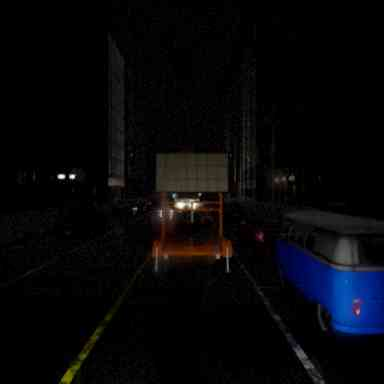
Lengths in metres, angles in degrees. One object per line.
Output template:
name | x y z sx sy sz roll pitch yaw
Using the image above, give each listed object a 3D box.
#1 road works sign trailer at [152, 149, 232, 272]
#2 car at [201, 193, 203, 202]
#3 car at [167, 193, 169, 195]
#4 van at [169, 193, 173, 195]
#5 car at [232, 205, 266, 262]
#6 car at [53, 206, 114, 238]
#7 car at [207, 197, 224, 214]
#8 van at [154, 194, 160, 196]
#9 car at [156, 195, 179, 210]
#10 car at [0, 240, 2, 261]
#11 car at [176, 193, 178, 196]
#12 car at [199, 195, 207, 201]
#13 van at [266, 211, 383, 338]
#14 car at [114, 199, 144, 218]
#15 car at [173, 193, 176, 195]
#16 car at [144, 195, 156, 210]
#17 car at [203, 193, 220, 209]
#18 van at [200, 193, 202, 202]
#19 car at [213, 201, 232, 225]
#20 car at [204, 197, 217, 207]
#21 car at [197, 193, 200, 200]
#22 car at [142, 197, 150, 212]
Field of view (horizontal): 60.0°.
road works sign trailer | 0.007 0.444 10.693 2.380 3.560 2.880 0 0 0
car | 2.790 1.243 45.623 2.192 1.841 5.009 0 0 0
car | -5.729 1.230 56.835 2.192 1.841 5.009 0 0 0
van | -5.720 1.237 73.663 1.690 1.788 3.998 0 0 0
car | 2.771 1.417 11.969 1.967 1.590 4.097 0 0 0
car | -5.751 1.533 17.569 1.947 1.339 4.313 0 0 0
car | 2.783 1.524 34.405 1.802 1.307 4.206 0 0 0
van | -5.735 1.269 45.616 1.690 1.788 3.998 0 0 0
car | -3.076 1.481 40.976 2.033 1.411 5.357 0 0 0
car | -5.757 1.303 6.350 2.192 1.841 5.009 0 0 0
car | -5.710 1.430 90.492 2.008 1.369 4.403 0 0 0
car | 2.812 1.429 84.887 1.887 1.381 4.507 0 0 0
van | 2.768 1.328 6.360 1.690 1.788 3.998 0 0 0
car | -5.745 1.501 28.788 2.008 1.369 4.403 0 0 0
car | -5.716 1.205 79.273 2.192 1.841 5.009 0 0 0
car | -5.739 1.461 39.837 1.752 1.417 4.829 0 0 0
car | 2.787 1.250 40.014 2.192 1.841 5.009 0 0 0
van | 2.799 1.249 62.451 1.690 1.788 3.998 0 0 0
car | 2.777 1.524 23.187 1.947 1.339 4.313 0 0 0
car | 2.793 1.446 51.403 1.752 1.417 4.829 0 0 0
car | 2.806 1.211 73.669 2.192 1.841 5.009 0 0 0
car | -5.742 1.524 34.397 1.802 1.307 4.206 0 0 0
